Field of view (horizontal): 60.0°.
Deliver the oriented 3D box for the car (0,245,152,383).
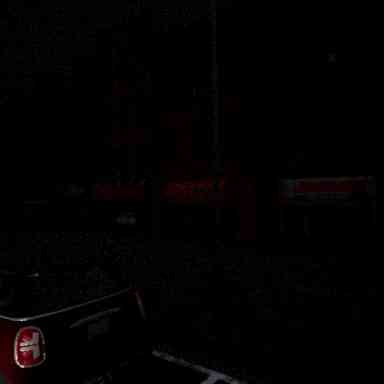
[{"bbox_3d":[-2.575,1.483,4.658,4.097,1.590,1.967,-1,-1,36],"label":"car"}]
